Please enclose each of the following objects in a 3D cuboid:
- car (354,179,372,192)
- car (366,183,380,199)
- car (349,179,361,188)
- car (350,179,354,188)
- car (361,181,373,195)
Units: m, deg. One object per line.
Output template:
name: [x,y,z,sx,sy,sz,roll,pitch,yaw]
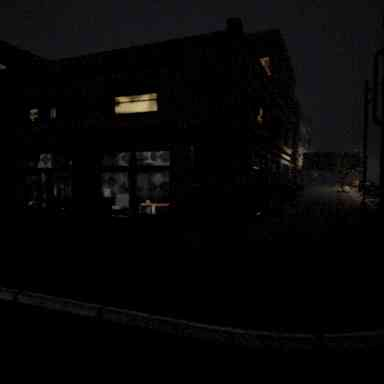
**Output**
car: [26.199,-0.929,50.118,2.192,1.841,5.009,2,3,23]
car: [19.719,-0.002,34.857,1.802,1.307,4.206,2,3,23]
car: [36.991,-2.029,75.576,2.192,1.841,5.009,2,3,23]
car: [34.763,-1.592,70.339,1.752,1.417,4.829,2,3,23]
car: [21.878,-0.238,39.948,1.947,1.339,4.313,2,3,23]
